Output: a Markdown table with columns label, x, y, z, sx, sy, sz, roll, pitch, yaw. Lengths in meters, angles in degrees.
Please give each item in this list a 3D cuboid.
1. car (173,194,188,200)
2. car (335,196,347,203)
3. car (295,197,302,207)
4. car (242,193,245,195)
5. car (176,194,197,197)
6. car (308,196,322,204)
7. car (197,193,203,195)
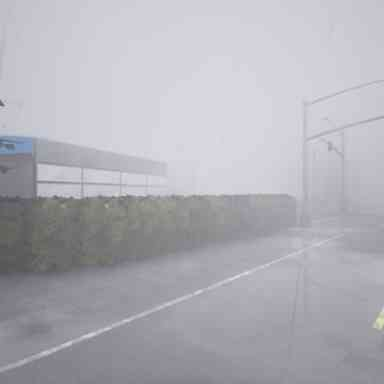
| label | x | y | z | sx | sy | sz | roll | pitch | yaw |
| --- | --- | --- | --- | --- | --- | --- | --- | --- | --- |
| car | -3.021 | 1.250 | 89.786 | 1.970 | 1.475 | 3.806 | 0 | 0 | 38 |
| car | 29.283 | 1.394 | 65.019 | 1.845 | 1.501 | 3.633 | 0 | 0 | 38 |
| car | 13.149 | 1.352 | 44.588 | 2.007 | 1.523 | 4.514 | 0 | 0 | 38 |
| car | 12.253 | 1.096 | 78.128 | 1.905 | 1.878 | 3.866 | 0 | 0 | 38 |
| car | -1.694 | 1.311 | 66.086 | 2.007 | 1.523 | 4.514 | 0 | 0 | 38 |
| car | 22.344 | 1.402 | 61.045 | 1.970 | 1.475 | 3.806 | 0 | 0 | 38 |
| car | 2.215 | 1.172 | 86.061 | 2.152 | 1.636 | 5.027 | 0 | 0 | 38 |
